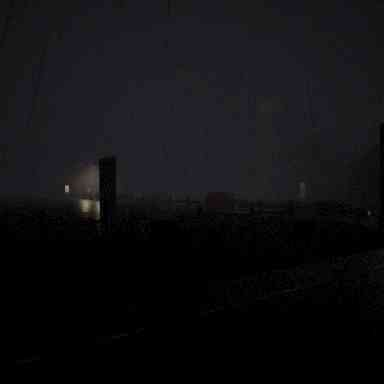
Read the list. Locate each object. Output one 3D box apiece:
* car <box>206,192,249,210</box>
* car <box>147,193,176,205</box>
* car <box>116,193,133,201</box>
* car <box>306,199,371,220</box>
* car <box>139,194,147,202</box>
[{"bbox_3d":[3.872,0.972,37.065,2.150,2.045,5.566,-1,1,-36],"label":"car"},{"bbox_3d":[-4.228,0.968,48.387,2.097,1.767,4.553,-1,1,-36],"label":"car"},{"bbox_3d":[-13.416,0.878,66.083,1.882,1.535,5.008,-1,1,-36],"label":"car"},{"bbox_3d":[11.634,1.361,26.672,2.128,1.511,4.902,-1,1,-40],"label":"car"},{"bbox_3d":[-7.590,1.025,58.025,1.812,1.442,4.674,-1,1,-35],"label":"car"}]
